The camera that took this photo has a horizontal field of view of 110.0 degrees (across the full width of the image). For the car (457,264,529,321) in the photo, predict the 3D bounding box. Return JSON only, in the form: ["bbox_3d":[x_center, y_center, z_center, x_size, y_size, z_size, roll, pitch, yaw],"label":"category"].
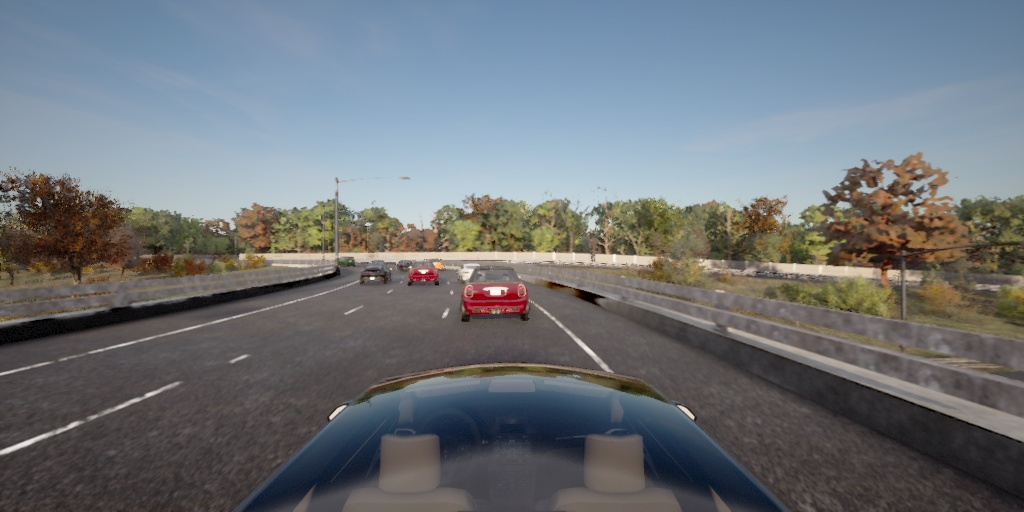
[{"bbox_3d":[-0.692,1.106,12.726,2.097,1.767,4.553,0,0,-6],"label":"car"}]

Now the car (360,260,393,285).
[{"bbox_3d":[-10.284,1.314,27.304,1.837,1.490,4.892,0,0,-14],"label":"car"}]

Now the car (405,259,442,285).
[{"bbox_3d":[-6.563,1.140,26.699,2.097,1.767,4.553,0,0,-13],"label":"car"}]

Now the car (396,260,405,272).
[{"bbox_3d":[-14.855,1.342,49.746,1.837,1.490,4.892,0,0,-26],"label":"car"}]
